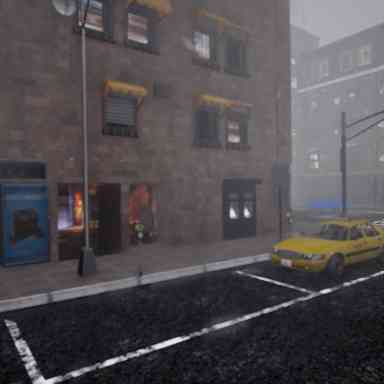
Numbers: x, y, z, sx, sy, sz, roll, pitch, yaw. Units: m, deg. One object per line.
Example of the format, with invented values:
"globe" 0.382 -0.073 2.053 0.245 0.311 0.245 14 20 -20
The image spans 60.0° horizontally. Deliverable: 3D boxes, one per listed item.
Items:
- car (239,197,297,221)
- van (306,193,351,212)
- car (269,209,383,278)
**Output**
"car" 5.827 1.232 25.795 1.967 1.590 4.097 -1 1 -37
"van" 12.561 0.984 30.779 1.690 1.788 3.998 -1 1 -37
"car" 4.308 1.428 9.777 4.829 1.417 1.752 -1 0 -36
